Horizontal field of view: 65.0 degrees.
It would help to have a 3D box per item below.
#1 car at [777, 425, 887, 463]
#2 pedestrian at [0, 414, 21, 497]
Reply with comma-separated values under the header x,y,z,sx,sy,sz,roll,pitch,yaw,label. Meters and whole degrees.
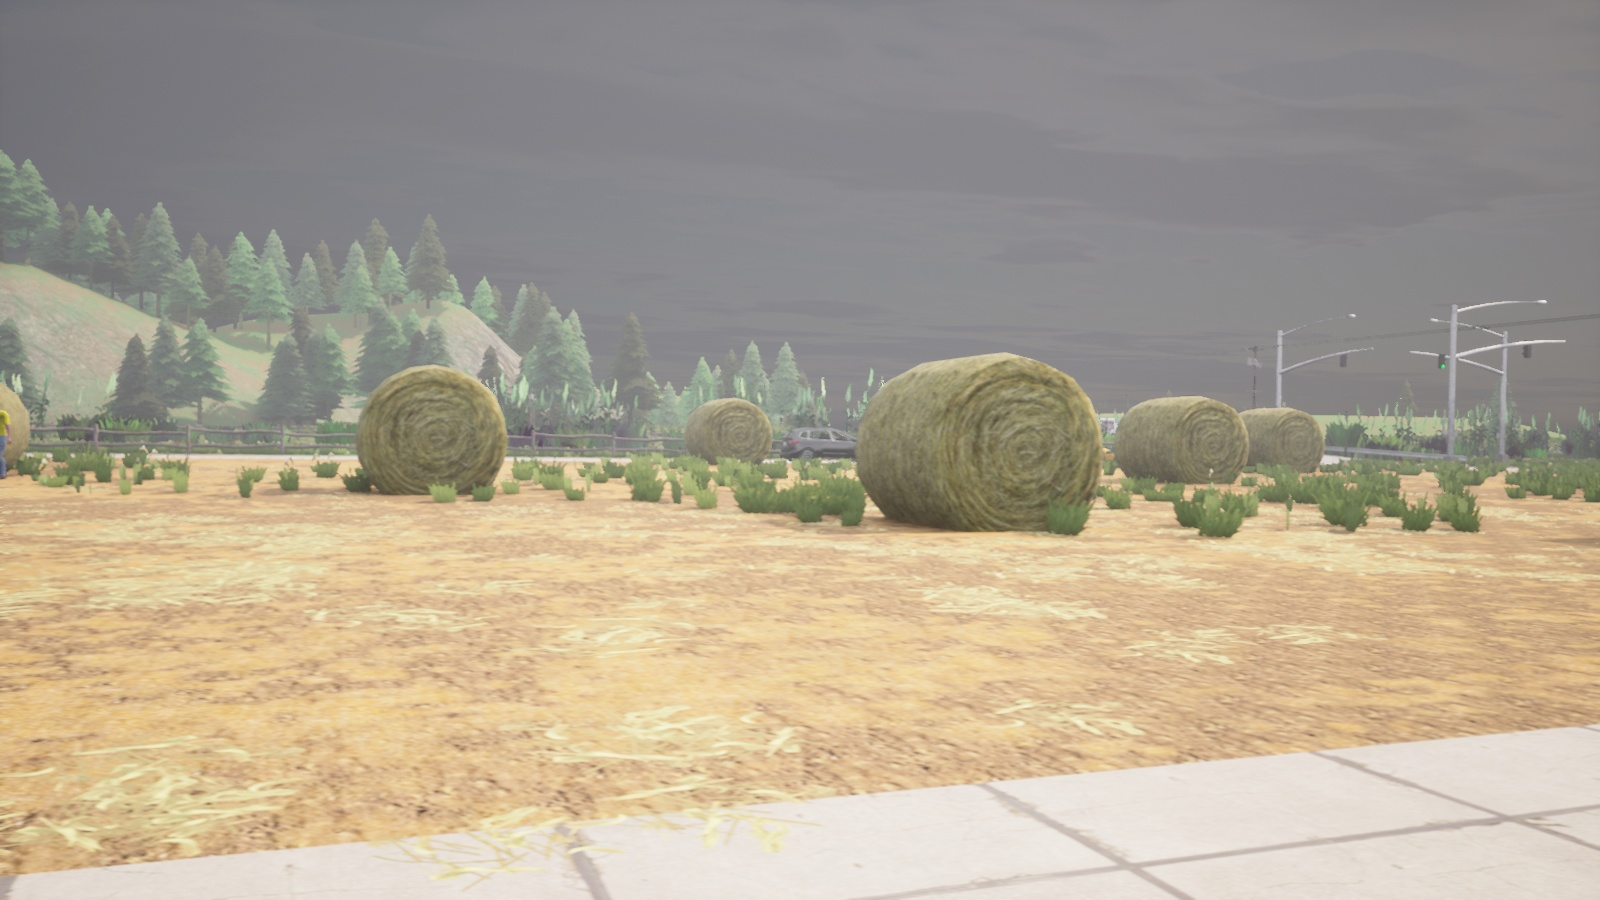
x,y,z,sx,sy,sz,roll,pitch,yaw,label
1.469,-0.293,58.062,4.611,1.667,2.242,-1,1,-17,car
-17.818,0.113,27.935,0.354,1.836,0.706,0,1,32,pedestrian
